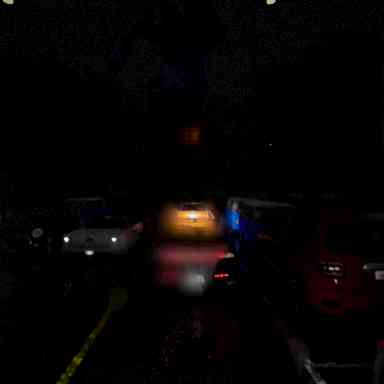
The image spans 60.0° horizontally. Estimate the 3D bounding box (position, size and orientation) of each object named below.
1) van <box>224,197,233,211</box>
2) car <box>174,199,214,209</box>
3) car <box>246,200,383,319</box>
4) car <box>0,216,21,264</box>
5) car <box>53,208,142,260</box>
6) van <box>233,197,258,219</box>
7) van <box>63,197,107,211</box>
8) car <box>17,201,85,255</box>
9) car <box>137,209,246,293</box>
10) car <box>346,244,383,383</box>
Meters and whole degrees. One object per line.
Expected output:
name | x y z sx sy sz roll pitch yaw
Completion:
van | 2.730 1.185 18.019 1.690 1.788 3.998 0 0 0
car | 0.107 1.199 17.714 2.097 1.767 4.553 0 0 1
car | 2.750 1.252 7.144 2.192 1.841 5.009 0 0 0
car | -5.775 1.464 6.961 1.752 1.417 4.829 0 0 0
car | -3.054 1.495 12.178 1.895 1.301 4.718 0 0 1
van | 2.740 1.231 12.582 1.690 1.788 3.998 0 0 0
van | -5.795 1.185 18.004 1.690 1.788 3.998 0 0 0
car | -5.785 1.330 12.567 1.967 1.590 4.097 0 0 0
car | 0.088 1.415 8.667 2.128 1.511 4.902 0 0 0
car | 2.760 1.424 1.708 1.967 1.590 4.097 0 0 0
